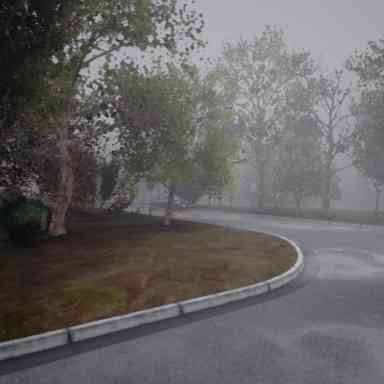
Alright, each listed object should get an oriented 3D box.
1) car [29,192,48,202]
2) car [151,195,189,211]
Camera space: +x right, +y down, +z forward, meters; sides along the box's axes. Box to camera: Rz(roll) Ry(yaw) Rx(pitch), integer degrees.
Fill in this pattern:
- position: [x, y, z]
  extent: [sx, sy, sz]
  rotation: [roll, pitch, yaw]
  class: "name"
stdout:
- position: [-17.886, 0.750, 37.462]
  extent: [4.892, 1.490, 1.837]
  rotation: [2, -1, -13]
  class: "car"
- position: [-2.227, 1.055, 32.493]
  extent: [1.812, 1.442, 4.674]
  rotation: [1, 0, -41]
  class: "car"
